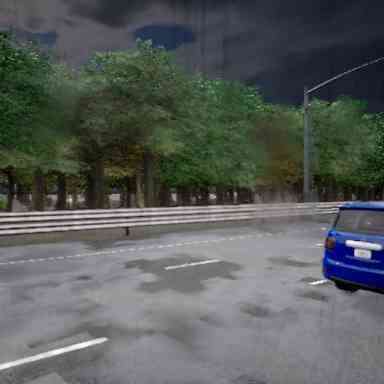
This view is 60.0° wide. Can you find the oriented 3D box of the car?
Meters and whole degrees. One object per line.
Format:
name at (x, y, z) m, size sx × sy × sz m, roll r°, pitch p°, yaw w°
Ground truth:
car at (5.315, 1.222, 7.664) m, size 5.566 × 2.045 × 2.150 m, roll 0°, pitch 0°, yaw -36°
